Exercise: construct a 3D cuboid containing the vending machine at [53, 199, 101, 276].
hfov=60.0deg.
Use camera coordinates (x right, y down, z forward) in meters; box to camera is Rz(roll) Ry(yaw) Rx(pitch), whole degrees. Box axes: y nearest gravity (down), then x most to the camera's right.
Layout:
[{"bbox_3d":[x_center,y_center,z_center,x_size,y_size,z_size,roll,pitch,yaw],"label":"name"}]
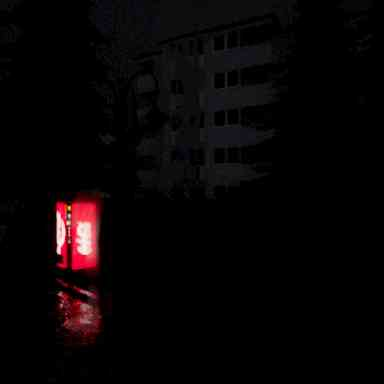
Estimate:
[{"bbox_3d":[-3.440,1.275,9.924,1.100,2.100,0.880,0,0,-41],"label":"vending machine"}]
